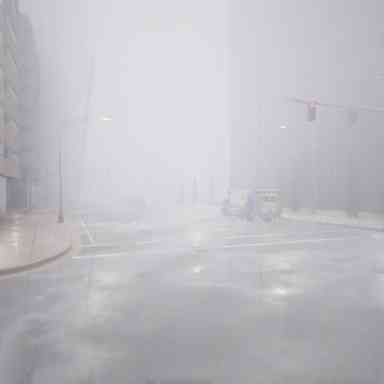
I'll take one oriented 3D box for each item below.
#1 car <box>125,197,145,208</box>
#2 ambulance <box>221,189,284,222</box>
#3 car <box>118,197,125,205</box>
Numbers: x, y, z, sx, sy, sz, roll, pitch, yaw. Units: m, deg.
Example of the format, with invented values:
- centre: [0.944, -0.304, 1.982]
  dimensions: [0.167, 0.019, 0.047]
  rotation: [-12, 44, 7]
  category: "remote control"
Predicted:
- centre: [-8.327, 1.561, 50.153]
  dimensions: [2.128, 1.511, 4.902]
  rotation: [0, 0, -20]
  category: "car"
- centre: [4.419, 1.012, 26.184]
  dimensions: [2.351, 2.431, 6.366]
  rotation: [0, 0, -21]
  category: "ambulance"
- centre: [-12.031, 1.570, 59.836]
  dimensions: [1.882, 1.535, 5.008]
  rotation: [0, 0, -21]
  category: "car"
